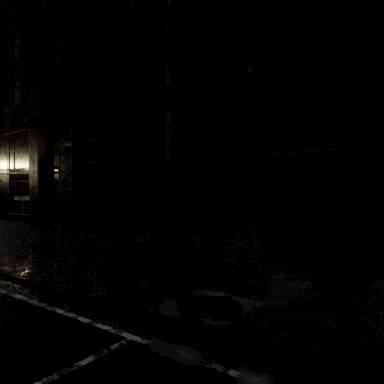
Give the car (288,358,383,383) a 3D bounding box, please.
[{"bbox_3d":[2.462,1.545,1.209,4.507,1.381,1.887,0,0,36],"label":"car"}]
